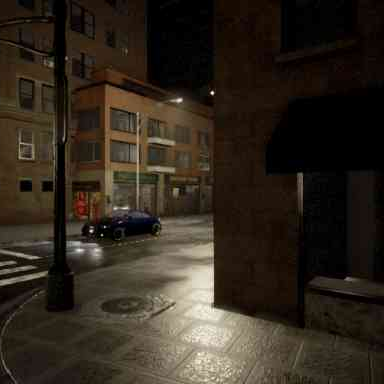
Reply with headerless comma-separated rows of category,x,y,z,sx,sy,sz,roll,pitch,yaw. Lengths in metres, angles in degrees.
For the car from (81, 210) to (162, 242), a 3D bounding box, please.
car,-3.424,1.595,16.741,1.994,1.385,4.181,0,0,35
